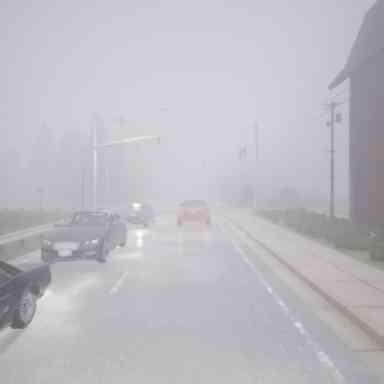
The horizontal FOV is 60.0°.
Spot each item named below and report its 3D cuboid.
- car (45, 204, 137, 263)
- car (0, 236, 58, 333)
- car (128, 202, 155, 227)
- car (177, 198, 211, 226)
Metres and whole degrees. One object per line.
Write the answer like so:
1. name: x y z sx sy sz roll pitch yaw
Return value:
1. car: -3.496 1.402 11.620 2.128 1.511 4.902 0 0 0
2. car: -3.596 1.568 4.102 1.895 1.301 4.718 0 0 0
3. car: -3.511 1.382 21.534 2.033 1.411 5.357 0 0 0
4. car: 0.110 1.184 22.076 2.097 1.767 4.553 0 0 0
